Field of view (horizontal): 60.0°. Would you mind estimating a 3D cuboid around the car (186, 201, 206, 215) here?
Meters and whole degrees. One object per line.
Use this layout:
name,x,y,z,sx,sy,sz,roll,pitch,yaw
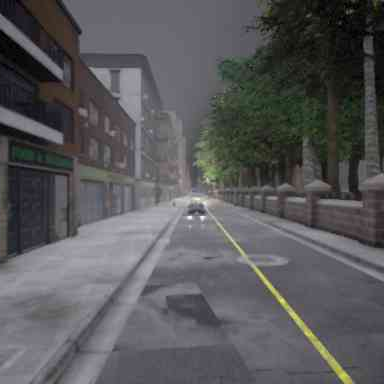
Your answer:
car,0.435,1.587,34.167,2.033,1.411,5.357,0,0,0
